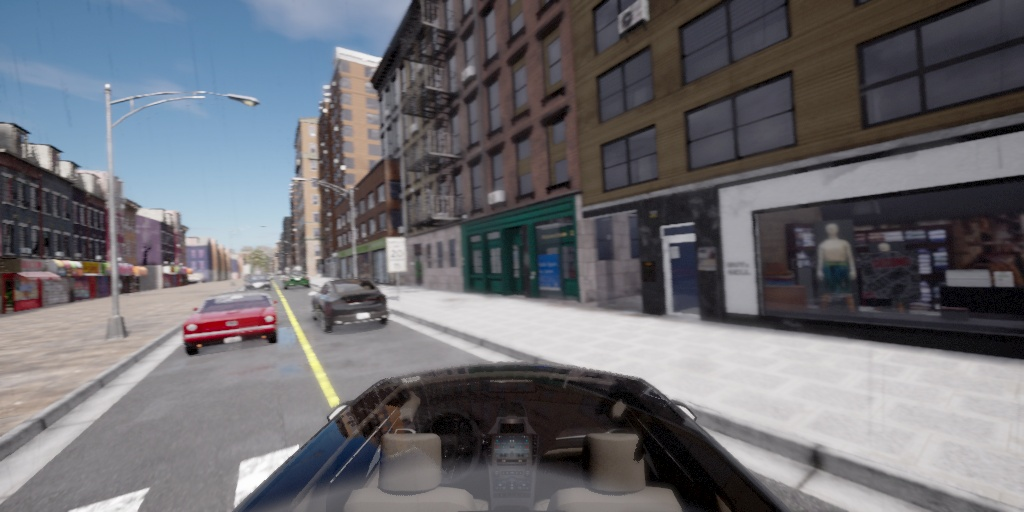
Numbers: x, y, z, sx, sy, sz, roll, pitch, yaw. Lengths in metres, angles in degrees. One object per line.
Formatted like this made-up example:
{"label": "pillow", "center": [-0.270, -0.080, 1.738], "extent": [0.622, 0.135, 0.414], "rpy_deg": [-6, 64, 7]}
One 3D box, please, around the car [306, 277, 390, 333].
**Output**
{"label": "car", "center": [-5.636, 1.534, 12.276], "extent": [1.837, 1.490, 4.892], "rpy_deg": [-2, 0, -34]}

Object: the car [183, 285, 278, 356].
{"label": "car", "center": [-7.834, 1.723, 10.263], "extent": [1.895, 1.301, 4.718], "rpy_deg": [-2, 0, -34]}

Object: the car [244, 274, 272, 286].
{"label": "car", "center": [-22.870, 2.432, 32.404], "extent": [2.128, 1.511, 4.902], "rpy_deg": [-2, -1, -34]}

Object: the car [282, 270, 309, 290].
{"label": "car", "center": [-20.832, 2.211, 34.563], "extent": [2.097, 1.767, 4.553], "rpy_deg": [-2, -1, -34]}
